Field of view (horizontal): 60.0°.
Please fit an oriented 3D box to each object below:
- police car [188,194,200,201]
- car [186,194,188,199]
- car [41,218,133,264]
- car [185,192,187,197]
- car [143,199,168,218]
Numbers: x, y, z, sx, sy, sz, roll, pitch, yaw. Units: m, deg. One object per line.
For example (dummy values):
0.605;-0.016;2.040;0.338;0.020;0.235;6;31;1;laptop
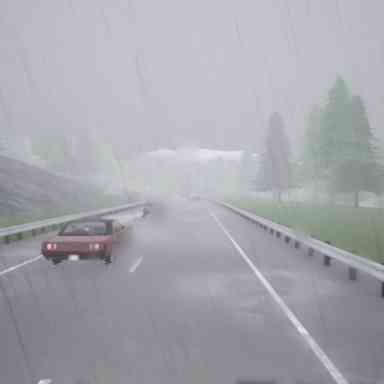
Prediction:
0.817;1.218;74.508;1.930;1.638;5.238;0;0;-3;police car
0.239;1.290;84.507;1.812;1.442;4.674;0;0;-4;car
-3.322;1.563;11.621;1.895;1.301;4.718;0;0;0;car
-0.209;1.252;90.566;1.837;1.490;4.892;0;0;-5;car
-3.191;1.404;29.603;2.128;1.511;4.902;0;0;0;car
